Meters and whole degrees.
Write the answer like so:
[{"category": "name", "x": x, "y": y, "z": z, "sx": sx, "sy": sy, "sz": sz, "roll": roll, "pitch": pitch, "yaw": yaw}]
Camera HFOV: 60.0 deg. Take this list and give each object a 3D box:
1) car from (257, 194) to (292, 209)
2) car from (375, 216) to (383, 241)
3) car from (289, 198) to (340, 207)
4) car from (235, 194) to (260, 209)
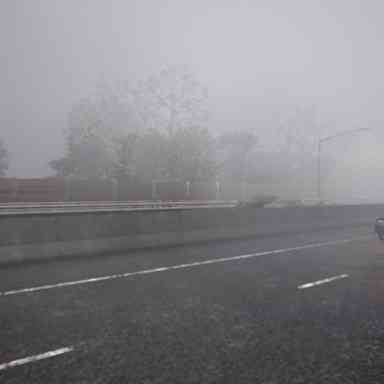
[{"category": "car", "x": 8.818, "y": 1.362, "z": 31.774, "sx": 4.553, "sy": 1.767, "sz": 2.097, "roll": 0, "pitch": 0, "yaw": -35}, {"category": "car", "x": 10.435, "y": 1.498, "z": 15.490, "sx": 4.902, "sy": 1.511, "sz": 2.128, "roll": 0, "pitch": 0, "yaw": -35}, {"category": "car", "x": 11.186, "y": 1.502, "z": 29.165, "sx": 4.902, "sy": 1.511, "sz": 2.128, "roll": 0, "pitch": 0, "yaw": -35}, {"category": "car", "x": 7.013, "y": 1.232, "z": 34.788, "sx": 5.566, "sy": 2.045, "sz": 2.150, "roll": 0, "pitch": 0, "yaw": -35}]
